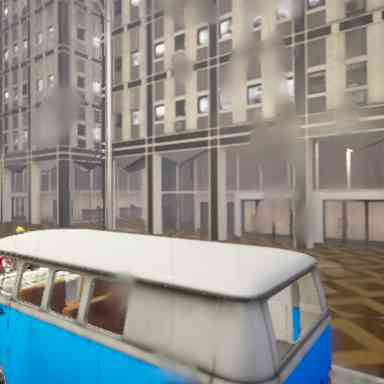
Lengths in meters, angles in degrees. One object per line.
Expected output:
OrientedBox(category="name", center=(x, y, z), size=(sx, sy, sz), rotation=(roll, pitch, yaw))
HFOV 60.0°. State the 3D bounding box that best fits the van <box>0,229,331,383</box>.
OrientedBox(category="van", center=(-0.698, 1.355, 3.377), size=(3.998, 1.788, 1.690), rotation=(0, 0, 35))
